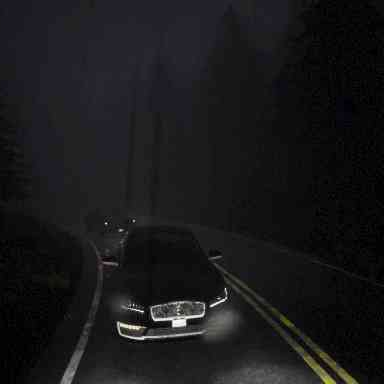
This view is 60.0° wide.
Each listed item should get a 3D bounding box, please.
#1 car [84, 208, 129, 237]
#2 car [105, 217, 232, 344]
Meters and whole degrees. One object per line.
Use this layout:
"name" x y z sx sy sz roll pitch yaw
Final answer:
"car" -4.634 1.612 18.545 1.895 1.301 4.718 -3 1 -29
"car" -0.646 1.495 6.811 1.837 1.490 4.892 -1 0 -11
